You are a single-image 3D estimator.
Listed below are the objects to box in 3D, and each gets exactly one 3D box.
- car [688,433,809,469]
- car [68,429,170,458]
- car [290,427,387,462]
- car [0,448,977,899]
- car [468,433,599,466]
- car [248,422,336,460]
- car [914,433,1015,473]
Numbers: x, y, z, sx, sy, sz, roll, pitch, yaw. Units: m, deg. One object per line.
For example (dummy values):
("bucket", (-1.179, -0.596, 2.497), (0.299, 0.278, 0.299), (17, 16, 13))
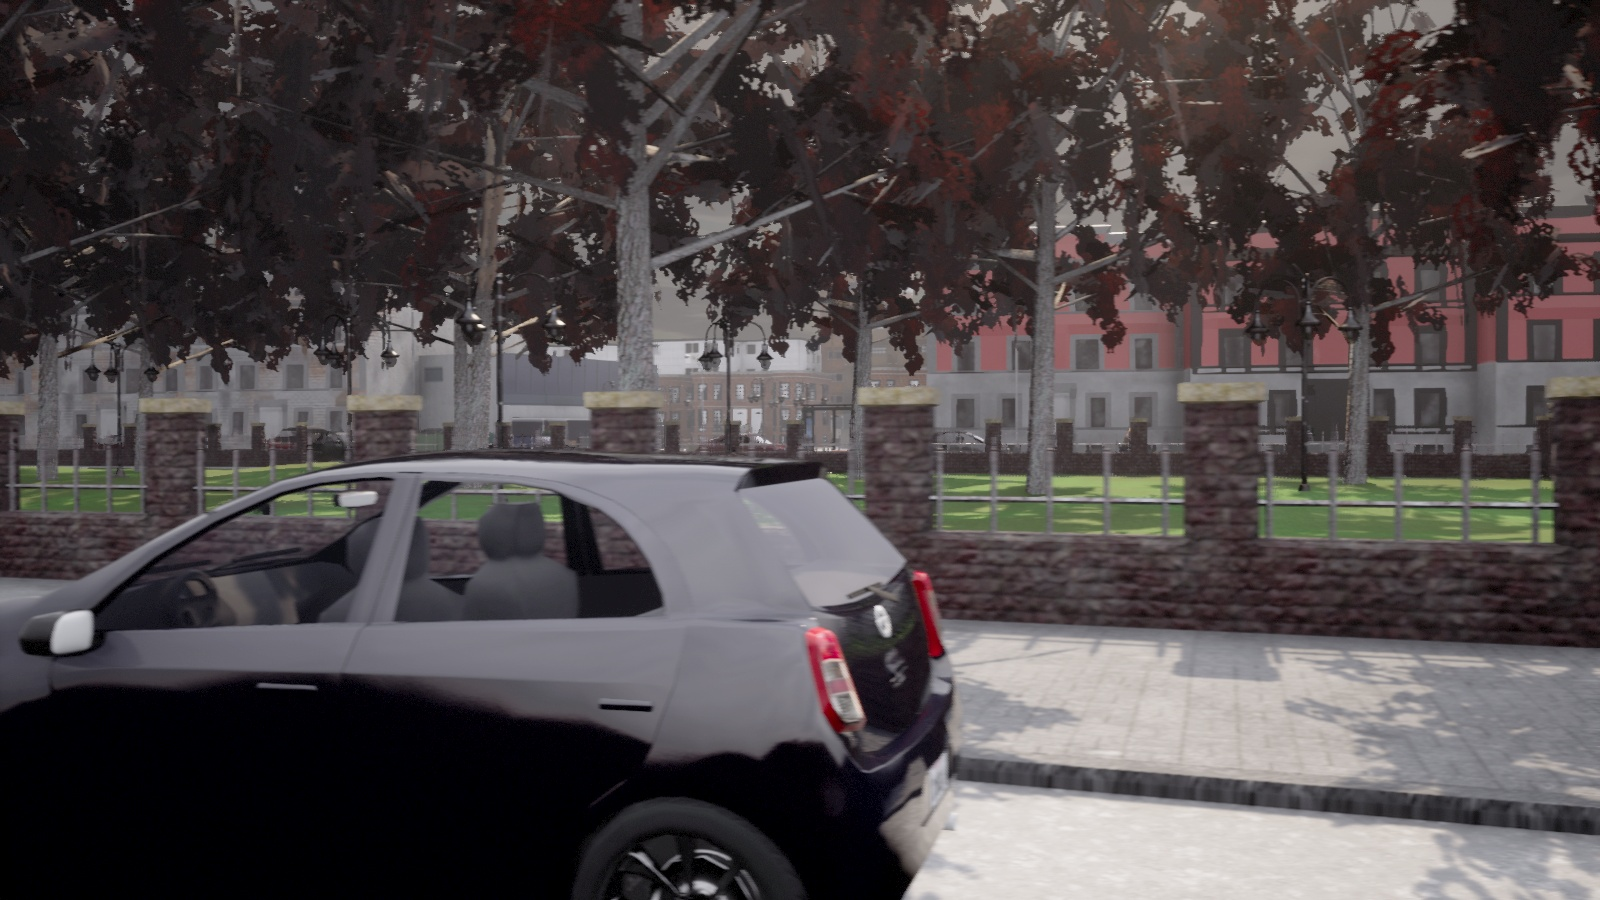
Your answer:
("car", (-2.127, 0.018, 52.220), (4.674, 1.442, 1.812), (0, 1, 18))
("car", (-36.900, -0.375, 68.101), (4.792, 1.488, 2.163), (0, 1, 18))
("car", (-21.575, -0.278, 58.751), (3.988, 1.617, 1.851), (1, 1, 19))
("car", (-1.359, 0.769, 4.247), (3.633, 1.501, 1.845), (0, 1, 17))
("car", (-11.746, -0.044, 55.451), (5.357, 1.411, 2.033), (0, 1, 19))
("car", (-26.095, -0.486, 64.484), (3.866, 1.878, 1.905), (0, 1, 19))
("car", (6.472, 0.080, 49.330), (3.633, 1.501, 1.845), (0, 1, 19))
